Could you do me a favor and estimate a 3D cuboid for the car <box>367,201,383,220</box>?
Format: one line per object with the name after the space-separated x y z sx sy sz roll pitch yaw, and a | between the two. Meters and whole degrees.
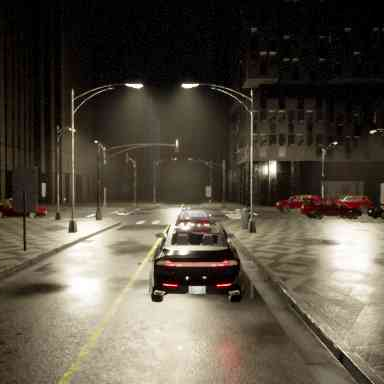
17.715 1.742 29.165 4.313 1.339 1.947 0 1 0 | car

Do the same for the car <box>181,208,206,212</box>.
0.071 1.550 17.923 2.033 1.411 5.357 0 0 0 | car

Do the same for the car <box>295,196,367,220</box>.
12.072 1.462 29.135 5.009 1.841 2.192 0 1 0 | car

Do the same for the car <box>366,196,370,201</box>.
17.685 1.353 37.686 5.009 1.841 2.192 0 1 0 | car

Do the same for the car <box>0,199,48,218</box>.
-14.969 1.567 29.009 4.507 1.381 1.887 0 1 0 | car

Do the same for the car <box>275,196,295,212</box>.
12.042 1.325 37.659 5.009 1.841 2.192 0 1 0 | car

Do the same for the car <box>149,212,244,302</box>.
0.086 1.490 8.213 2.128 1.511 4.902 0 0 0 | car

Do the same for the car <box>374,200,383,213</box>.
23.327 1.633 37.715 4.313 1.339 1.947 0 1 0 | car
